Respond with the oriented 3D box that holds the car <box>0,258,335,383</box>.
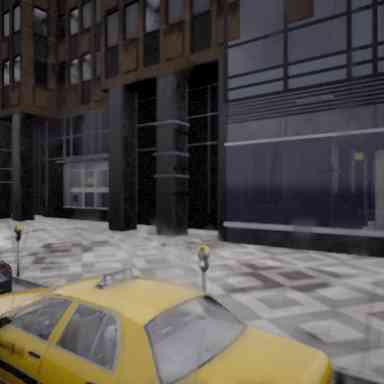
[{"bbox_3d":[-1.009,1.527,3.682,4.829,1.417,1.752,0,0,35],"label":"car"}]
